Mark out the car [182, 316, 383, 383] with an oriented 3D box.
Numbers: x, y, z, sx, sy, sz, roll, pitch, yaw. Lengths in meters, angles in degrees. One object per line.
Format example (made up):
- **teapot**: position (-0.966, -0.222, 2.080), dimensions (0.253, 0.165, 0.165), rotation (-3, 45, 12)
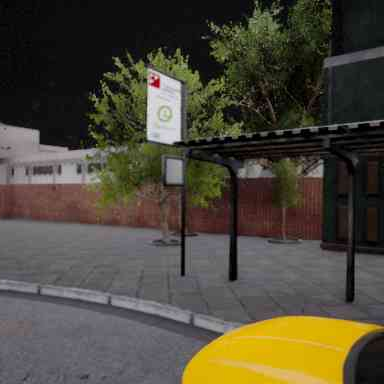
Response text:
- **car**: position (2.191, 1.477, 1.750), dimensions (5.008, 1.535, 1.882), rotation (0, 0, 35)
